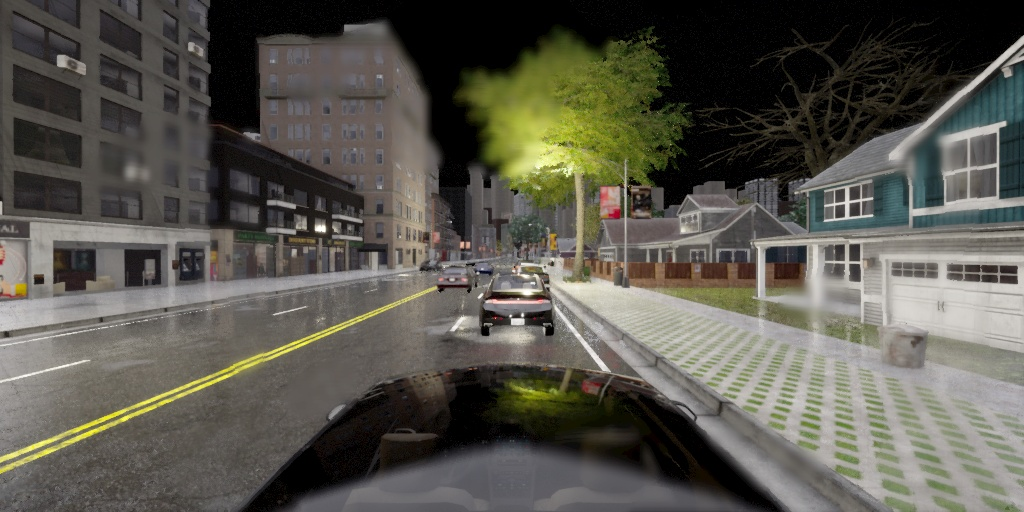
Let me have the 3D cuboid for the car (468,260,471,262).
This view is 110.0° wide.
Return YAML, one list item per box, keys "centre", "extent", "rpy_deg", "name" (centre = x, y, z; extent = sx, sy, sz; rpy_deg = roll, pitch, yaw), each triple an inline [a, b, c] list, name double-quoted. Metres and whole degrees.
- centre: [-6.349, 1.306, 57.415]
  extent: [1.895, 1.301, 4.718]
  rpy_deg: [0, 0, 0]
  name: "car"

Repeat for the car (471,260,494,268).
- centre: [-2.997, 1.286, 38.588]
  extent: [1.994, 1.385, 4.181]
  rpy_deg: [0, 0, 0]
  name: "car"

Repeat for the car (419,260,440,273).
- centre: [-9.679, 1.196, 42.985]
  extent: [1.882, 1.535, 5.008]
  rpy_deg: [0, 0, 0]
  name: "car"

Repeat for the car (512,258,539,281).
- centre: [1.094, 1.082, 30.457]
  extent: [2.097, 1.767, 4.553]
  rpy_deg: [0, 0, 0]
  name: "car"

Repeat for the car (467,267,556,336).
- centre: [0.134, 1.239, 10.348]
  extent: [2.128, 1.511, 4.902]
  rpy_deg: [0, 0, 0]
  name: "car"

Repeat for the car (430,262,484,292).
- centre: [-3.069, 1.287, 21.070]
  extent: [2.033, 1.411, 5.357]
  rpy_deg: [0, 0, 0]
  name: "car"

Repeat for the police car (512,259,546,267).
- centre: [1.053, 1.165, 20.597]
  extent: [1.930, 1.638, 5.238]
  rpy_deg: [0, 0, 0]
  name: "police car"
